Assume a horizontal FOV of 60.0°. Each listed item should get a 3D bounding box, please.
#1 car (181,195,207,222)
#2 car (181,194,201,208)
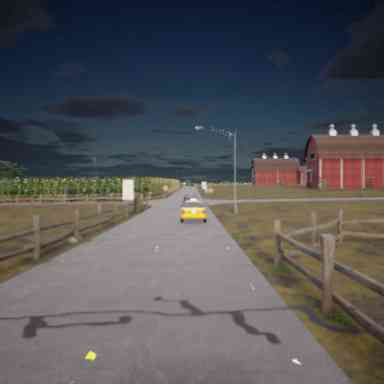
[{"bbox_3d":[0.111,1.256,24.419,1.801,1.575,5.366,0,1,0],"label":"car"},{"bbox_3d":[-0.237,1.030,39.643,2.033,1.411,5.357,0,1,-4],"label":"car"}]
